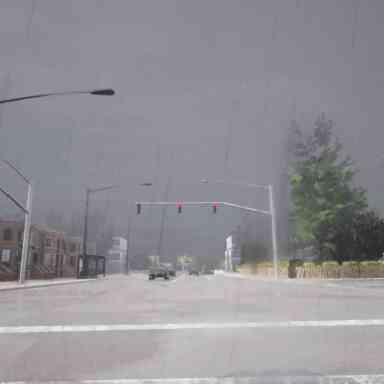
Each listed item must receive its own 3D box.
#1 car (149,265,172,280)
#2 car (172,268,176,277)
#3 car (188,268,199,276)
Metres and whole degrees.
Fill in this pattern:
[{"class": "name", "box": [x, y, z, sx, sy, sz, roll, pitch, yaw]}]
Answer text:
[{"class": "car", "box": [-3.484, 8.618, 35.594, 1.837, 1.490, 4.892, -1, -13, 0]}, {"class": "car", "box": [-3.414, 11.785, 48.644, 1.895, 1.301, 4.718, -1, -13, 0]}, {"class": "car", "box": [0.333, 14.654, 61.311, 2.033, 1.411, 5.357, -1, -13, 0]}]
